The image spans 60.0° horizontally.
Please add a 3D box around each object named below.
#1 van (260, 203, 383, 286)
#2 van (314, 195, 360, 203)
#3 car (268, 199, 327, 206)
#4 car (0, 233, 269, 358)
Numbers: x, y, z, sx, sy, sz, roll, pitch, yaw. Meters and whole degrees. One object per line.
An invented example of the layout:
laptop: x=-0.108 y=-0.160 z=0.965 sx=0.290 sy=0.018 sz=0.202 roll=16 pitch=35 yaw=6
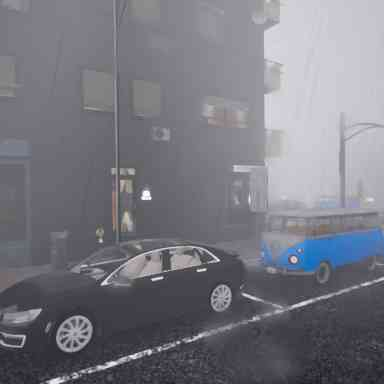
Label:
van: x=3.603 y=1.339 z=9.133 sx=3.998 sy=1.788 sz=1.690 roll=0 pitch=-1 yaw=-35
van: x=12.850 y=1.201 z=29.763 sx=1.690 sy=1.788 sz=3.998 roll=-1 pitch=1 yaw=-35
car: x=7.928 y=1.540 z=26.694 sx=1.895 sy=1.301 sz=4.718 roll=-1 pitch=1 yaw=-38
car: x=-0.960 y=1.550 z=5.883 sx=4.403 sy=1.369 sz=2.008 roll=0 pitch=-1 yaw=-35
